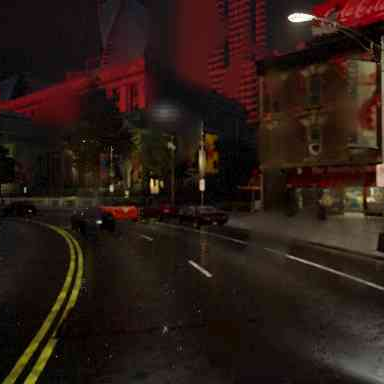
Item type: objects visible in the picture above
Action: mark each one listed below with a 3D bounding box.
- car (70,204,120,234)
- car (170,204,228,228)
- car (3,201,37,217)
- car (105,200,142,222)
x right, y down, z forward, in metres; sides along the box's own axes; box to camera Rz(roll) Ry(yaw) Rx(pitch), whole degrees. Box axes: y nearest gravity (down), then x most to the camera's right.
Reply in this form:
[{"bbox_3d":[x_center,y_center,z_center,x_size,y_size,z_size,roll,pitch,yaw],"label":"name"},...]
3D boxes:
[{"bbox_3d":[-6.071,1.632,20.044,1.994,1.385,4.181,0,0,-28],"label":"car"},{"bbox_3d":[0.469,1.615,22.287,1.895,1.301,4.718,0,0,-25],"label":"car"},{"bbox_3d":[-17.566,1.697,33.945,4.674,1.442,1.812,0,0,40],"label":"car"},{"bbox_3d":[-6.133,1.428,26.615,2.097,1.767,4.553,0,0,-34],"label":"car"}]
